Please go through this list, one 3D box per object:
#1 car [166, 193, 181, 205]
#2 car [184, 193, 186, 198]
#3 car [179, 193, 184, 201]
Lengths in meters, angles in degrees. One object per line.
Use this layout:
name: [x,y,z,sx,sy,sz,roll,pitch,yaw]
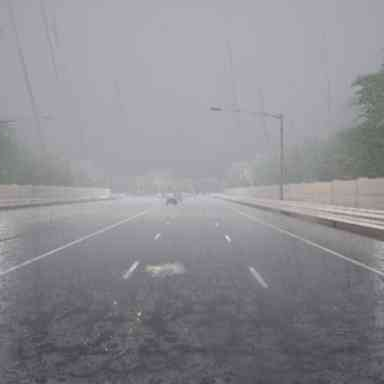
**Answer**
car: [-3.512,1.466,59.471,1.837,1.490,4.892,0,0,0]
car: [-3.521,1.539,94.506,1.895,1.301,4.718,0,0,0]
car: [-3.517,1.189,78.215,2.150,2.045,5.566,0,0,0]
